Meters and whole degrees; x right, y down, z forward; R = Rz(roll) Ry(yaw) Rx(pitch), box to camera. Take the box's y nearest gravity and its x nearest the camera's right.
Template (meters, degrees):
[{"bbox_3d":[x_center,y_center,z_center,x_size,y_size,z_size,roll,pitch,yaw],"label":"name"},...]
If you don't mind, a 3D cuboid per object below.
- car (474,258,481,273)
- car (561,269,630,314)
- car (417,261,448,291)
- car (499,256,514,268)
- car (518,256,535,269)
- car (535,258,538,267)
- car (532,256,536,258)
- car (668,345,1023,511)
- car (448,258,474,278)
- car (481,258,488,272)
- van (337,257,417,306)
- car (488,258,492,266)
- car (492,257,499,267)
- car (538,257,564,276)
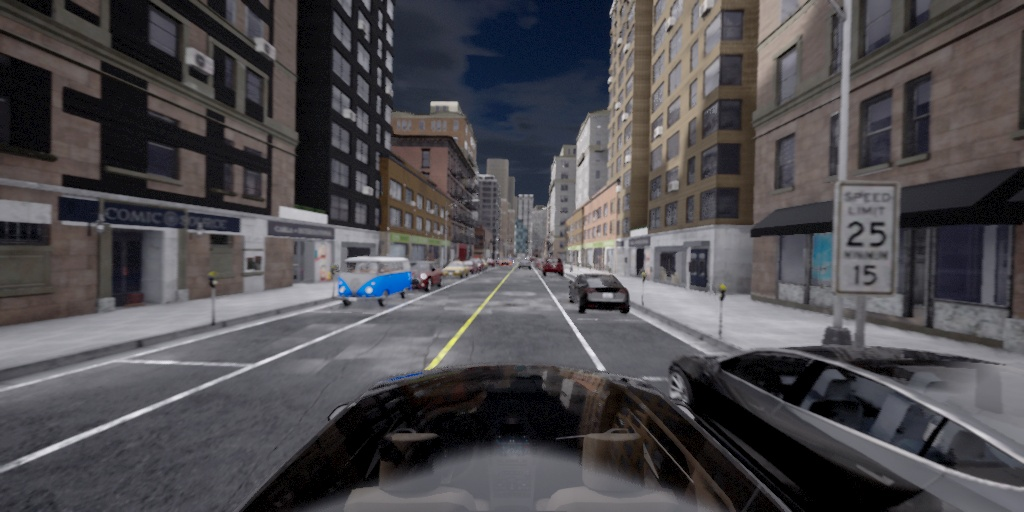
[{"bbox_3d":[-4.505,1.111,36.153,1.802,1.307,4.207,0,0,2],"label":"car"},{"bbox_3d":[3.221,1.334,13.875,1.948,1.339,4.313,0,0,2],"label":"car"},{"bbox_3d":[-5.099,1.007,19.675,1.967,1.591,4.097,0,0,2],"label":"car"},{"bbox_3d":[-1.019,0.923,58.295,2.097,1.767,4.553,1,0,2],"label":"car"},{"bbox_3d":[1.903,1.178,53.418,2.033,1.411,5.357,1,0,2],"label":"car"},{"bbox_3d":[4.409,1.248,46.833,2.007,1.370,4.403,0,0,2],"label":"car"},{"bbox_3d":[5.002,1.123,63.312,1.967,1.591,4.097,0,0,2],"label":"car"},{"bbox_3d":[2.825,1.369,2.889,1.948,1.339,4.313,0,0,2],"label":"car"},{"bbox_3d":[-4.709,1.065,30.490,1.751,1.417,4.829,0,0,2],"label":"car"},{"bbox_3d":[-4.307,0.959,41.647,1.967,1.591,4.097,0,0,2],"label":"car"},{"bbox_3d":[-5.297,0.924,14.182,1.690,1.789,3.998,0,0,2],"label":"van"},{"bbox_3d":[-4.115,1.038,46.969,1.751,1.417,4.829,0,0,2],"label":"car"},{"bbox_3d":[-3.714,1.047,58.126,1.888,1.381,4.507,0,0,2],"label":"car"},{"bbox_3d":[4.013,1.028,35.847,2.192,1.841,5.009,0,0,2],"label":"car"}]
